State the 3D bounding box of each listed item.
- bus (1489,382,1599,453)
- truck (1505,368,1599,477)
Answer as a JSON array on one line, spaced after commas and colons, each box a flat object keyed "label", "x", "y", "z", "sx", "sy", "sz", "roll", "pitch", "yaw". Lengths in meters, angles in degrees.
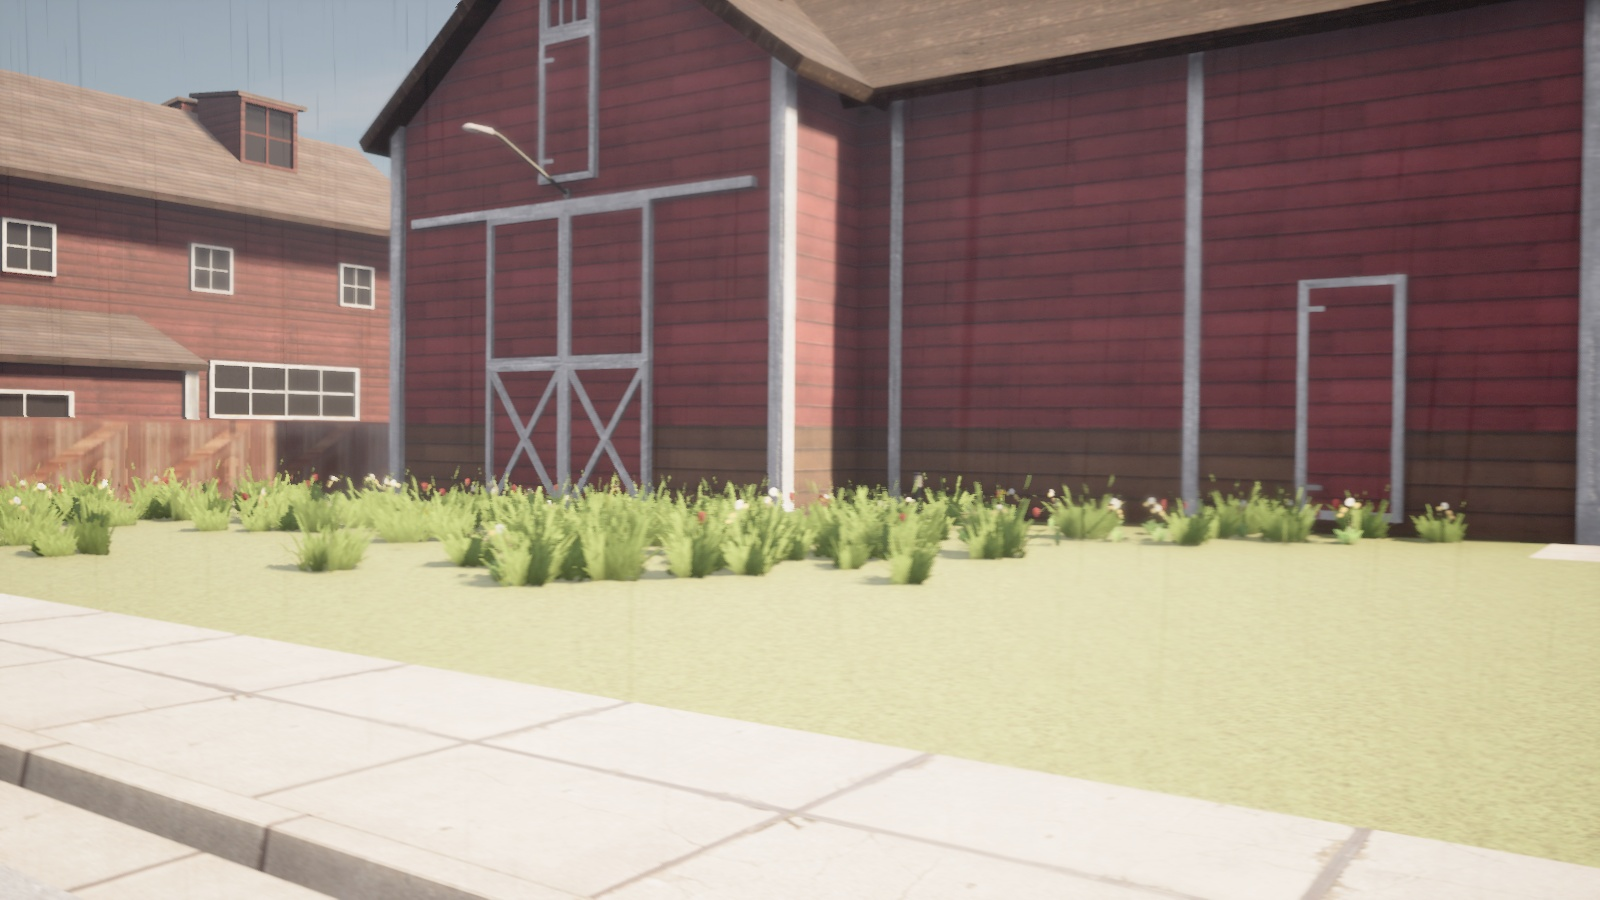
[{"label": "bus", "x": 48.836, "y": -1.998, "z": 77.972, "sx": 10.273, "sy": 4.253, "sz": 3.944, "roll": 0, "pitch": 1, "yaw": 33}, {"label": "truck", "x": 27.274, "y": -0.900, "z": 40.243, "sx": 7.936, "sy": 3.462, "sz": 2.891, "roll": 0, "pitch": 1, "yaw": 34}]
